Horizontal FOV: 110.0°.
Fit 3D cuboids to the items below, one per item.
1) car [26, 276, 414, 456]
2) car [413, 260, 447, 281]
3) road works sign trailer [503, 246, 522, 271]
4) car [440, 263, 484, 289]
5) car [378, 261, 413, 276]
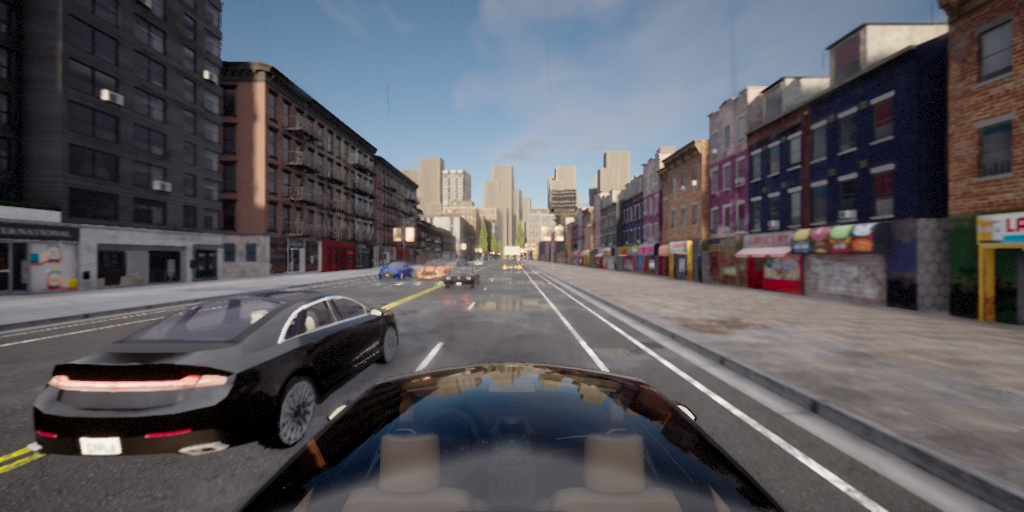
[{"bbox_3d":[-3.151,1.243,5.174,2.128,1.511,4.902,0,0,0],"label":"car"},{"bbox_3d":[-6.583,1.119,30.563,2.097,1.767,4.553,0,0,0],"label":"car"},{"bbox_3d":[0.016,0.273,50.221,2.380,3.560,2.880,0,0,0],"label":"road works sign trailer"},{"bbox_3d":[-3.146,1.360,23.394,1.895,1.301,4.718,0,0,0],"label":"car"},{"bbox_3d":[-9.834,1.245,30.782,1.882,1.535,5.008,0,0,0],"label":"car"}]
